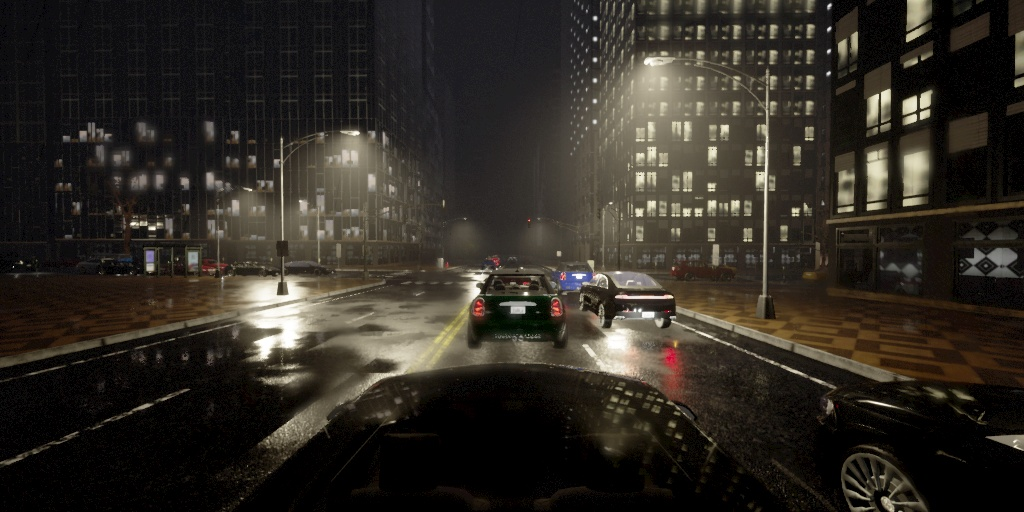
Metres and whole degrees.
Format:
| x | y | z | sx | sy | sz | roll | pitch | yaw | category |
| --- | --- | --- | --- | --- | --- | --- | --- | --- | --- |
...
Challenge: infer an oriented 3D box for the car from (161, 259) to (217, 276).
| x | y | z | sx | sy | sz | roll | pitch | yaw | category |
| --- | --- | --- | --- | --- | --- | --- | --- | --- | --- |
| -28.372 | 1.138 | 31.494 | 4.207 | 1.307 | 1.802 | 0 | 0 | 1 | car |

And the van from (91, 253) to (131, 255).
| x | y | z | sx | sy | sz | roll | pitch | yaw | category |
| --- | --- | --- | --- | --- | --- | --- | --- | --- | --- |
| -45.231 | 0.605 | 40.353 | 3.998 | 1.789 | 1.690 | 0 | 0 | 1 | van |

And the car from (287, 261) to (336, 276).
| x | y | z | sx | sy | sz | roll | pitch | yaw | category |
| --- | --- | --- | --- | --- | --- | --- | --- | --- | --- |
| -19.660 | 1.139 | 33.980 | 5.357 | 1.411 | 2.033 | 0 | 1 | 0 | car |

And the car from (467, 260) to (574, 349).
| x | y | z | sx | sy | sz | roll | pitch | yaw | category |
| --- | --- | --- | --- | --- | --- | --- | --- | --- | --- |
| 0.111 | 1.099 | 9.306 | 2.097 | 1.767 | 4.553 | 0 | 0 | 0 | car |

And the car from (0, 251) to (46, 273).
| x | y | z | sx | sy | sz | roll | pitch | yaw | category |
| --- | --- | --- | --- | --- | --- | --- | --- | --- | --- |
| -49.574 | 0.538 | 34.692 | 5.566 | 2.045 | 2.150 | 1 | 1 | -1 | car |

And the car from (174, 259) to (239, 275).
| x | y | z | sx | sy | sz | roll | pitch | yaw | category |
| --- | --- | --- | --- | --- | --- | --- | --- | --- | --- |
| -29.067 | 1.031 | 34.199 | 4.674 | 1.442 | 1.812 | 1 | 1 | 1 | car |

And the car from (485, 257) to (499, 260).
| x | y | z | sx | sy | sz | roll | pitch | yaw | category |
| --- | --- | --- | --- | --- | --- | --- | --- | --- | --- |
| -3.275 | 1.241 | 50.808 | 1.812 | 1.442 | 4.674 | 0 | 0 | 0 | car |

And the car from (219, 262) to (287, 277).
| x | y | z | sx | sy | sz | roll | pitch | yaw | category |
| --- | --- | --- | --- | --- | --- | --- | --- | --- | --- |
| -22.689 | 1.173 | 31.353 | 4.313 | 1.339 | 1.948 | 0 | 0 | 1 | car |

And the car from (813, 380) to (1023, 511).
| x | y | z | sx | sy | sz | roll | pitch | yaw | category |
| --- | --- | --- | --- | --- | --- | --- | --- | --- | --- |
| 3.344 | 1.242 | 0.888 | 2.128 | 1.511 | 4.902 | 0 | 0 | 0 | car |

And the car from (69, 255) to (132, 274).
| x | y | z | sx | sy | sz | roll | pitch | yaw | category |
| --- | --- | --- | --- | --- | --- | --- | --- | --- | --- |
| -38.920 | 0.942 | 34.419 | 4.674 | 1.442 | 1.812 | 1 | 1 | 2 | car |

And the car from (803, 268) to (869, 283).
| x | y | z | sx | sy | sz | roll | pitch | yaw | category |
| --- | --- | --- | --- | --- | --- | --- | --- | --- | --- |
| 27.684 | 1.579 | 30.555 | 4.829 | 1.417 | 1.751 | 0 | 0 | 1 | car |

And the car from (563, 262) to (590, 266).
| x | y | z | sx | sy | sz | roll | pitch | yaw | category |
| --- | --- | --- | --- | --- | --- | --- | --- | --- | --- |
| 3.377 | 1.092 | 20.122 | 2.097 | 1.767 | 4.553 | 0 | 0 | 0 | car |

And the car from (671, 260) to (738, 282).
| x | y | z | sx | sy | sz | roll | pitch | yaw | category |
| --- | --- | --- | --- | --- | --- | --- | --- | --- | --- |
| 16.236 | 1.269 | 30.769 | 5.009 | 1.841 | 2.192 | 0 | 0 | 1 | car |

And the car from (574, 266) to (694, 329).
| x | y | z | sx | sy | sz | roll | pitch | yaw | category |
| --- | --- | --- | --- | --- | --- | --- | --- | --- | --- |
| 3.364 | 1.237 | 11.280 | 2.128 | 1.511 | 4.902 | 0 | 0 | 0 | car |

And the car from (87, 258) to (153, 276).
| x | y | z | sx | sy | sz | roll | pitch | yaw | category |
| --- | --- | --- | --- | --- | --- | --- | --- | --- | --- |
| -34.053 | 1.069 | 31.676 | 4.313 | 1.339 | 1.948 | 0 | 0 | 1 | car |

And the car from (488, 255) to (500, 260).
| x | y | z | sx | sy | sz | roll | pitch | yaw | category |
| --- | --- | --- | --- | --- | --- | --- | --- | --- | --- |
| -3.243 | 0.925 | 61.032 | 2.150 | 2.045 | 5.566 | 0 | 0 | 0 | car |
